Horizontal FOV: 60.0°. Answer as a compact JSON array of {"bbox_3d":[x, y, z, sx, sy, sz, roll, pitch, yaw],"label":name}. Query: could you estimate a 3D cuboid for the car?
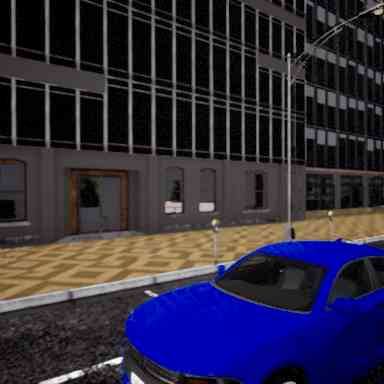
[{"bbox_3d":[1.539,1.452,4.480,5.008,1.535,1.882,-1,0,-36],"label":"car"}]
